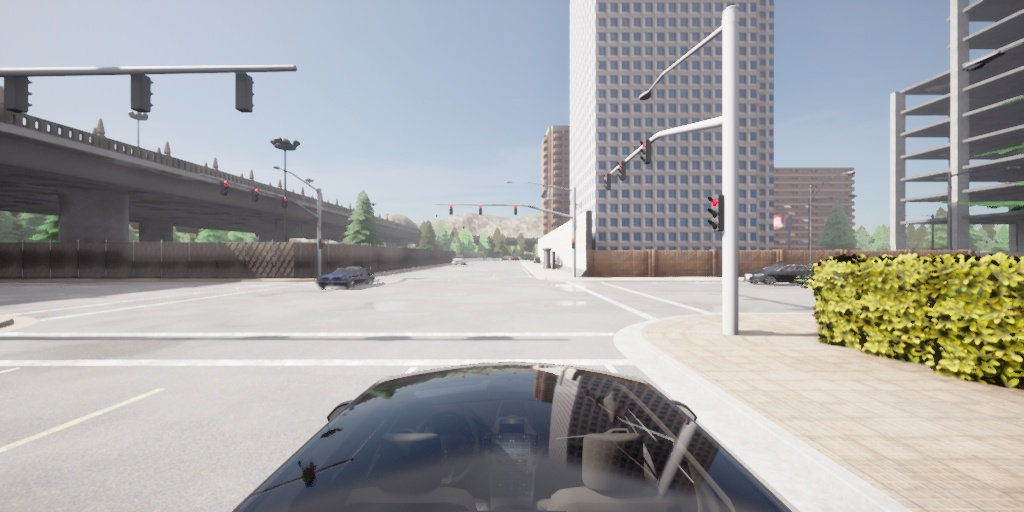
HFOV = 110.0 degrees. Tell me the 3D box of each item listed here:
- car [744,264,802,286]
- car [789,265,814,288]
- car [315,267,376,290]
[{"bbox_3d":[18.994,1.286,25.155,4.902,1.511,2.128,0,0,0],"label":"car"},{"bbox_3d":[19.988,1.397,21.657,4.718,1.301,1.895,0,0,0],"label":"car"},{"bbox_3d":[-10.504,1.381,22.978,1.895,1.301,4.718,0,0,0],"label":"car"}]
